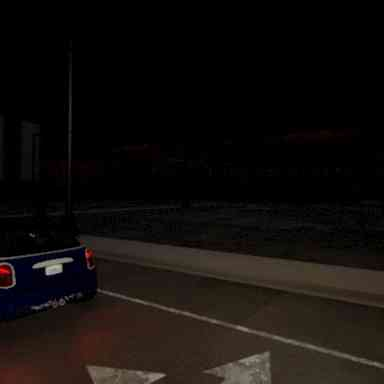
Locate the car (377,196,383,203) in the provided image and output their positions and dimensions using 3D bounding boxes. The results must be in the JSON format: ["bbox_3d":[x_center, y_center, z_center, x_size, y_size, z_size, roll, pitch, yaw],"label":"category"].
[{"bbox_3d":[39.797,1.574,68.053,1.853,1.218,4.536,1,1,6],"label":"car"}]

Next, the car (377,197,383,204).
[{"bbox_3d":[39.790,1.732,68.003,2.038,1.542,4.974,1,1,6],"label":"car"}]

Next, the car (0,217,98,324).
[{"bbox_3d":[-4.077,1.346,6.912,4.553,1.767,2.097,0,0,36],"label":"car"}]
